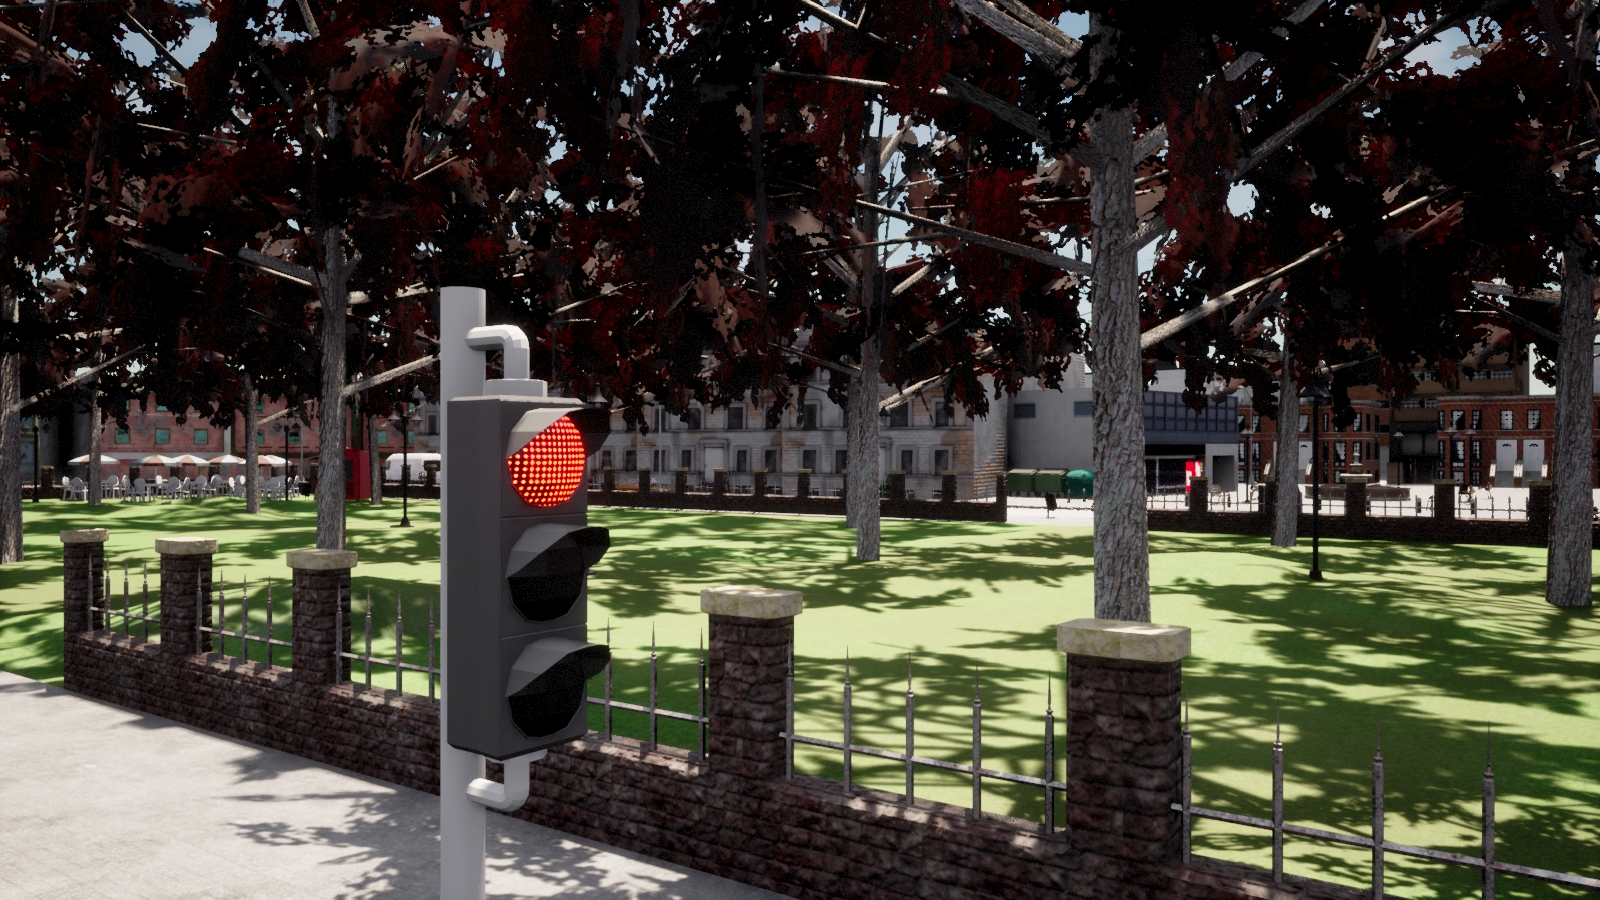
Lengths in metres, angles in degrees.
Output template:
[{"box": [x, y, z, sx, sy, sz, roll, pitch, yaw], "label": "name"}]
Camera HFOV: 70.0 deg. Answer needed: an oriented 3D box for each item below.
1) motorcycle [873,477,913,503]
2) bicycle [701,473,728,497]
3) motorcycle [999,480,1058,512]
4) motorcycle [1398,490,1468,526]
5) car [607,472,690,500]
[{"box": [4.628, 1.962, 56.973, 1.805, 1.236, 0.856, 0, 0, 36], "label": "motorcycle"}, {"box": [-4.762, 1.936, 63.827, 1.643, 1.296, 0.373, -1, 0, 36], "label": "bicycle"}, {"box": [9.676, 1.950, 48.396, 2.356, 1.277, 0.764, 0, 0, 36], "label": "motorcycle"}, {"box": [21.891, 1.993, 39.504, 2.033, 1.145, 0.803, 0, 0, 36], "label": "motorcycle"}, {"box": [-8.168, 1.898, 61.365, 4.181, 1.385, 1.994, 0, 0, 36], "label": "car"}]
